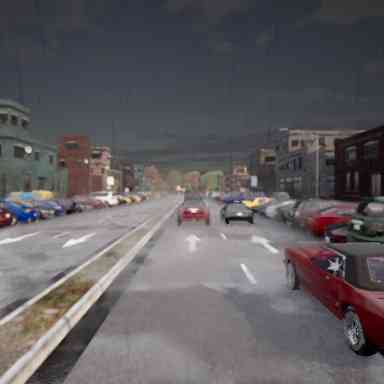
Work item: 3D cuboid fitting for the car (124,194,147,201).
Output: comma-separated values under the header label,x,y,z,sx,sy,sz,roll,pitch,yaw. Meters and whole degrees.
label,x,y,z,sx,sy,sz,roll,pitch,yaw
car,-12.624,1.260,74.569,4.792,1.488,2.163,0,0,0

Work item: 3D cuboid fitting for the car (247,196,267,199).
label,x,y,z,sx,sy,sz,roll,pitch,yaw
car,7.620,1.334,29.385,4.792,1.488,2.163,0,0,0

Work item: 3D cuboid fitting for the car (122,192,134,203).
label,x,y,z,sx,sy,sz,roll,pitch,yaw
car,-12.846,1.247,55.122,5.366,1.575,1.946,0,0,0

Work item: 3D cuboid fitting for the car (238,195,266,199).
label,x,y,z,sx,sy,sz,roll,pitch,yaw
car,7.465,1.292,32.142,5.366,1.575,1.946,0,0,0

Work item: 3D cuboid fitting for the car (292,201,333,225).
label,x,y,z,sx,sy,sz,roll,pitch,yaw
car,7.640,1.371,15.600,5.008,1.535,2.097,0,0,0

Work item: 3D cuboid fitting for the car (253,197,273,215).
label,x,y,z,sx,sy,sz,roll,pitch,yaw
car,7.620,1.344,26.630,4.792,1.488,2.163,0,0,0

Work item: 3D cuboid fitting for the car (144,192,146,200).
label,x,y,z,sx,sy,sz,roll,pitch,yaw
car,-12.643,1.238,69.010,4.892,1.521,2.231,0,0,0

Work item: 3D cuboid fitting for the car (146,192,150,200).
label,x,y,z,sx,sy,sz,roll,pitch,yaw
car,-12.623,0.983,71.789,5.566,2.045,2.435,0,0,0

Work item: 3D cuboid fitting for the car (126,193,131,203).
label,x,y,z,sx,sy,sz,roll,pitch,yaw
car,-12.638,1.283,52.341,4.792,1.488,2.163,0,0,0

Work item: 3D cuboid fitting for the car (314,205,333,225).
label,x,y,z,sx,sy,sz,roll,pitch,yaw
car,7.615,1.418,12.844,4.792,1.488,2.163,0,0,0

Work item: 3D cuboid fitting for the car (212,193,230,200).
label,x,y,z,sx,sy,sz,roll,pitch,yaw
car,7.596,1.120,87.174,4.553,1.767,2.185,0,0,0

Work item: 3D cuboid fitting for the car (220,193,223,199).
label,x,y,z,sx,sy,sz,roll,pitch,yaw
car,7.614,1.261,54.204,5.008,1.535,2.097,0,0,0

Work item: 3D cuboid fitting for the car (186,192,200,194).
label,x,y,z,sx,sy,sz,roll,pitch,yaw
car,0.099,1.016,40.504,2.150,2.045,5.566,0,0,0

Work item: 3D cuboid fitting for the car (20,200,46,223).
label,x,y,z,sx,sy,sz,roll,pitch,yaw
car,-12.729,1.344,21.773,5.008,1.535,2.097,0,0,0

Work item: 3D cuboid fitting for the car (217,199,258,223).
label,x,y,z,sx,sy,sz,roll,pitch,yaw
car,3.107,1.412,23.714,1.994,1.385,4.181,0,0,0

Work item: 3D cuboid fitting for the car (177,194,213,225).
label,x,y,z,sx,sy,sz,roll,pitch,yaw
car,0.107,1.205,22.801,2.097,1.767,4.553,0,0,0

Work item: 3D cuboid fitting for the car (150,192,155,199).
label,x,y,z,sx,sy,sz,roll,pitch,yaw
car,-12.657,1.214,85.687,4.892,1.521,2.231,0,0,0

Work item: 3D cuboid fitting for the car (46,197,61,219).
label,x,y,z,sx,sy,sz,roll,pitch,yaw
car,-12.735,1.332,24.552,4.892,1.521,2.231,0,0,0

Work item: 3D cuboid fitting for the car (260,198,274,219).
label,x,y,z,sx,sy,sz,roll,pitch,yaw
car,7.646,1.367,23.908,4.674,1.452,2.002,0,0,0

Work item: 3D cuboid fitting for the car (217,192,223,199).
label,x,y,z,sx,sy,sz,roll,pitch,yaw
car,7.574,1.140,62.477,4.553,1.767,2.185,0,0,0

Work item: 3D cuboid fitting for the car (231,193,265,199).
label,x,y,z,sx,sy,sz,roll,pitch,yaw
car,7.827,1.269,40.420,5.366,1.575,1.946,0,0,0

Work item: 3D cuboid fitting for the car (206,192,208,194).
label,x,y,z,sx,sy,sz,roll,pitch,yaw
car,7.584,0.981,92.813,5.566,2.045,2.435,0,0,0

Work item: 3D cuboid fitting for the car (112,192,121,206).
label,x,y,z,sx,sy,sz,roll,pitch,yaw
car,-12.714,1.015,44.003,5.566,2.045,2.435,0,0,0

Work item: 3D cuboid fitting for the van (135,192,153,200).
label,x,y,z,sx,sy,sz,roll,pitch,yaw
van,-12.783,0.982,88.466,4.442,1.987,1.878,0,0,0

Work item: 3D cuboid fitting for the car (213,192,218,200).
label,x,y,z,sx,sy,sz,roll,pitch,yaw
car,7.573,1.015,65.234,5.566,2.045,2.435,0,0,0

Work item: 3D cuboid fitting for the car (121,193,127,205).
label,x,y,z,sx,sy,sz,roll,pitch,yaw
car,-12.644,1.286,49.564,4.792,1.488,2.163,0,0,0

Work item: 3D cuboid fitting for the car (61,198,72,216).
label,x,y,z,sx,sy,sz,roll,pitch,yaw
car,-12.720,1.360,27.206,4.674,1.452,2.002,0,0,0

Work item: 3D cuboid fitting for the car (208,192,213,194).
label,x,y,z,sx,sy,sz,roll,pitch,yaw
car,7.597,1.000,84.539,5.566,2.045,2.435,0,0,0

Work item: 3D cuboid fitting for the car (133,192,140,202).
label,x,y,z,sx,sy,sz,roll,pitch,yaw
car,-12.654,1.246,60.555,5.008,1.535,2.097,0,0,0

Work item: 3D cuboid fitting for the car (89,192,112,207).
label,x,y,z,sx,sy,sz,roll,pitch,yaw
car,-12.724,1.148,41.191,4.553,1.767,2.185,0,0,0

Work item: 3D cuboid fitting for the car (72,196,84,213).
label,x,y,z,sx,sy,sz,roll,pitch,yaw
car,-12.746,1.338,29.985,4.792,1.488,2.163,0,0,0

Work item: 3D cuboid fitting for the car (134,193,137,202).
label,x,y,z,sx,sy,sz,roll,pitch,yaw
car,-12.683,1.277,57.899,4.792,1.488,2.163,0,0,0

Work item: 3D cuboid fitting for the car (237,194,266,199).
label,x,y,z,sx,sy,sz,roll,pitch,yaw
car,7.836,1.282,34.906,5.366,1.575,1.946,0,0,0

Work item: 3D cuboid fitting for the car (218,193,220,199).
label,x,y,z,sx,sy,sz,roll,pitch,yaw
car,7.607,1.305,59.849,4.674,1.452,2.002,0,0,0

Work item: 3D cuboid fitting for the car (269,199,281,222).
label,x,y,z,sx,sy,sz,roll,pitch,yaw
car,7.676,1.370,21.114,4.792,1.488,2.163,0,0,0

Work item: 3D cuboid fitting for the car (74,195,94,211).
label,x,y,z,sx,sy,sz,roll,pitch,yaw
car,-12.717,1.299,32.764,4.892,1.521,2.231,0,0,0

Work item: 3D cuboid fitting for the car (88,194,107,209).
label,x,y,z,sx,sy,sz,roll,pitch,yaw
car,-12.695,1.321,38.321,4.674,1.452,2.002,0,0,0

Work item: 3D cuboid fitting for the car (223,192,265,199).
label,x,y,z,sx,sy,sz,roll,pitch,yaw
car,7.604,1.013,45.932,5.566,2.045,2.435,0,0,0

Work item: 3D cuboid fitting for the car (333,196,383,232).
label,x,y,z,sx,sy,sz,roll,pitch,yaw
car,7.672,1.156,10.084,5.566,2.045,2.435,0,0,0

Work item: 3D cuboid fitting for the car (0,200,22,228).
label,x,y,z,sx,sy,sz,roll,pitch,yaw
car,-12.771,1.387,18.868,4.792,1.488,2.163,0,0,0

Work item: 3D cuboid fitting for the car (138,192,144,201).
label,x,y,z,sx,sy,sz,roll,pitch,yaw
car,-12.652,1.240,66.230,5.008,1.535,2.097,0,0,0

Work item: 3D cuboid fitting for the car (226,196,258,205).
label,x,y,z,sx,sy,sz,roll,pitch,yaw
car,7.626,1.301,51.446,4.674,1.452,2.002,0,0,0

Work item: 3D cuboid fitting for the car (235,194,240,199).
label,x,y,z,sx,sy,sz,roll,pitch,yaw
car,7.675,1.308,37.662,4.792,1.488,2.163,0,0,0

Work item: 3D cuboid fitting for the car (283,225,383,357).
label,x,y,z,sx,sy,sz,roll,pitch,yaw
car,3.102,1.557,5.902,1.895,1.301,4.718,0,0,0

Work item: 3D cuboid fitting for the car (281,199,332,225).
label,x,y,z,sx,sy,sz,roll,pitch,yaw
car,7.615,1.230,18.356,4.553,1.767,2.185,0,0,0
